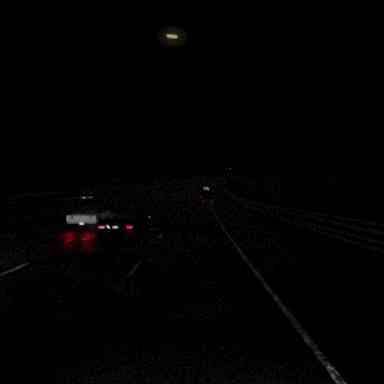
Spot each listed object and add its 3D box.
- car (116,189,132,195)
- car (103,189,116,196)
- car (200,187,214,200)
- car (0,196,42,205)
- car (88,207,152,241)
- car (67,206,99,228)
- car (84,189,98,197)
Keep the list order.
[{"bbox_3d":[-15.014,0.169,75.174,1.882,1.535,5.008,0,2,4],"label":"car"},{"bbox_3d":[-18.504,0.036,75.433,2.097,1.767,4.553,0,2,4],"label":"car"},{"bbox_3d":[3.014,0.464,63.037,2.097,1.767,4.553,0,2,3],"label":"car"},{"bbox_3d":[-17.045,1.244,33.826,2.097,1.767,4.553,0,1,2],"label":"car"},{"bbox_3d":[-3.251,1.565,16.798,2.033,1.411,5.357,0,0,1],"label":"car"},{"bbox_3d":[-6.648,1.608,22.407,1.895,1.301,4.718,0,0,1],"label":"car"},{"bbox_3d":[-22.164,0.229,72.991,1.837,1.490,4.892,0,2,3],"label":"car"}]
